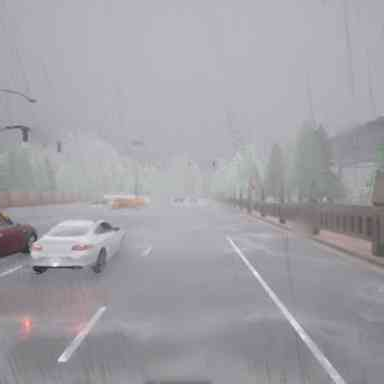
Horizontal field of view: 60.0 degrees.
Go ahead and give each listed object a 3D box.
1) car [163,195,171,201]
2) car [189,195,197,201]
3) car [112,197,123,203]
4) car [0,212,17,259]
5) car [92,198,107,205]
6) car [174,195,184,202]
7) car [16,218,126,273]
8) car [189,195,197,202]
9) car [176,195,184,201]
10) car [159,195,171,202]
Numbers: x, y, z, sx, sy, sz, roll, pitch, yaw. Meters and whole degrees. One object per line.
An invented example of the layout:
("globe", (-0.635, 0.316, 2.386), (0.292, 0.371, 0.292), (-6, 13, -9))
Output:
("car", (-6.706, 1.603, 91.028), (1.837, 1.490, 4.892), (0, 0, 0))
("car", (0.294, 1.646, 91.005), (2.033, 1.411, 5.357), (0, 0, 0))
("car", (-17.249, 1.823, 77.866), (1.895, 1.301, 4.718), (0, 0, 0))
("car", (-6.894, 1.382, 10.780), (2.097, 1.767, 4.553), (0, 0, 0))
("car", (-17.313, 1.742, 62.283), (1.994, 1.385, 4.181), (0, 0, 1))
("car", (-3.239, 1.588, 80.950), (2.097, 1.767, 4.553), (0, 0, 0))
("car", (-3.394, 1.556, 10.607), (1.812, 1.442, 4.674), (0, 0, 0))
("car", (0.260, 1.774, 80.584), (2.033, 1.411, 5.357), (0, 0, 0))
("car", (-3.206, 1.657, 91.016), (1.994, 1.385, 4.181), (0, 0, 0))
("car", (-6.739, 1.588, 80.995), (2.097, 1.767, 4.553), (0, 0, 0))
